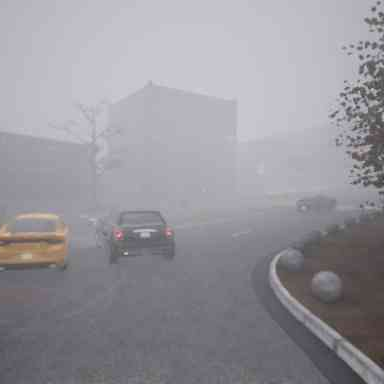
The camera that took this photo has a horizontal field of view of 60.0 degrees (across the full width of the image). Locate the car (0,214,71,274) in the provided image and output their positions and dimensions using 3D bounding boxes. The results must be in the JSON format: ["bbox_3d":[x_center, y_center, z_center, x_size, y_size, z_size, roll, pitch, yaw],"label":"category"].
[{"bbox_3d":[-4.929,1.424,10.527,1.882,1.535,5.008,1,0,-21],"label":"car"}]

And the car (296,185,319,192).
[{"bbox_3d":[15.423,-0.144,47.587,5.366,1.575,1.946,-4,3,-38],"label":"car"}]

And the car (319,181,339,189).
[{"bbox_3d":[19.766,-0.440,50.989,5.366,1.575,1.946,-4,3,-38],"label":"car"}]

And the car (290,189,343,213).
[{"bbox_3d":[10.626,0.862,28.164,4.892,1.490,1.837,-4,3,-44],"label":"car"}]

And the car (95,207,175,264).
[{"bbox_3d":[-2.230,1.321,12.127,2.097,1.767,4.553,0,0,-22],"label":"car"}]

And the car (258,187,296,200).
[{"bbox_3d":[11.076,0.154,44.193,5.366,1.575,1.946,-4,3,-38],"label":"car"}]

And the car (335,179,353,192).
[{"bbox_3d":[24.324,-0.998,54.555,5.566,2.045,2.435,-4,3,-38],"label":"car"}]
